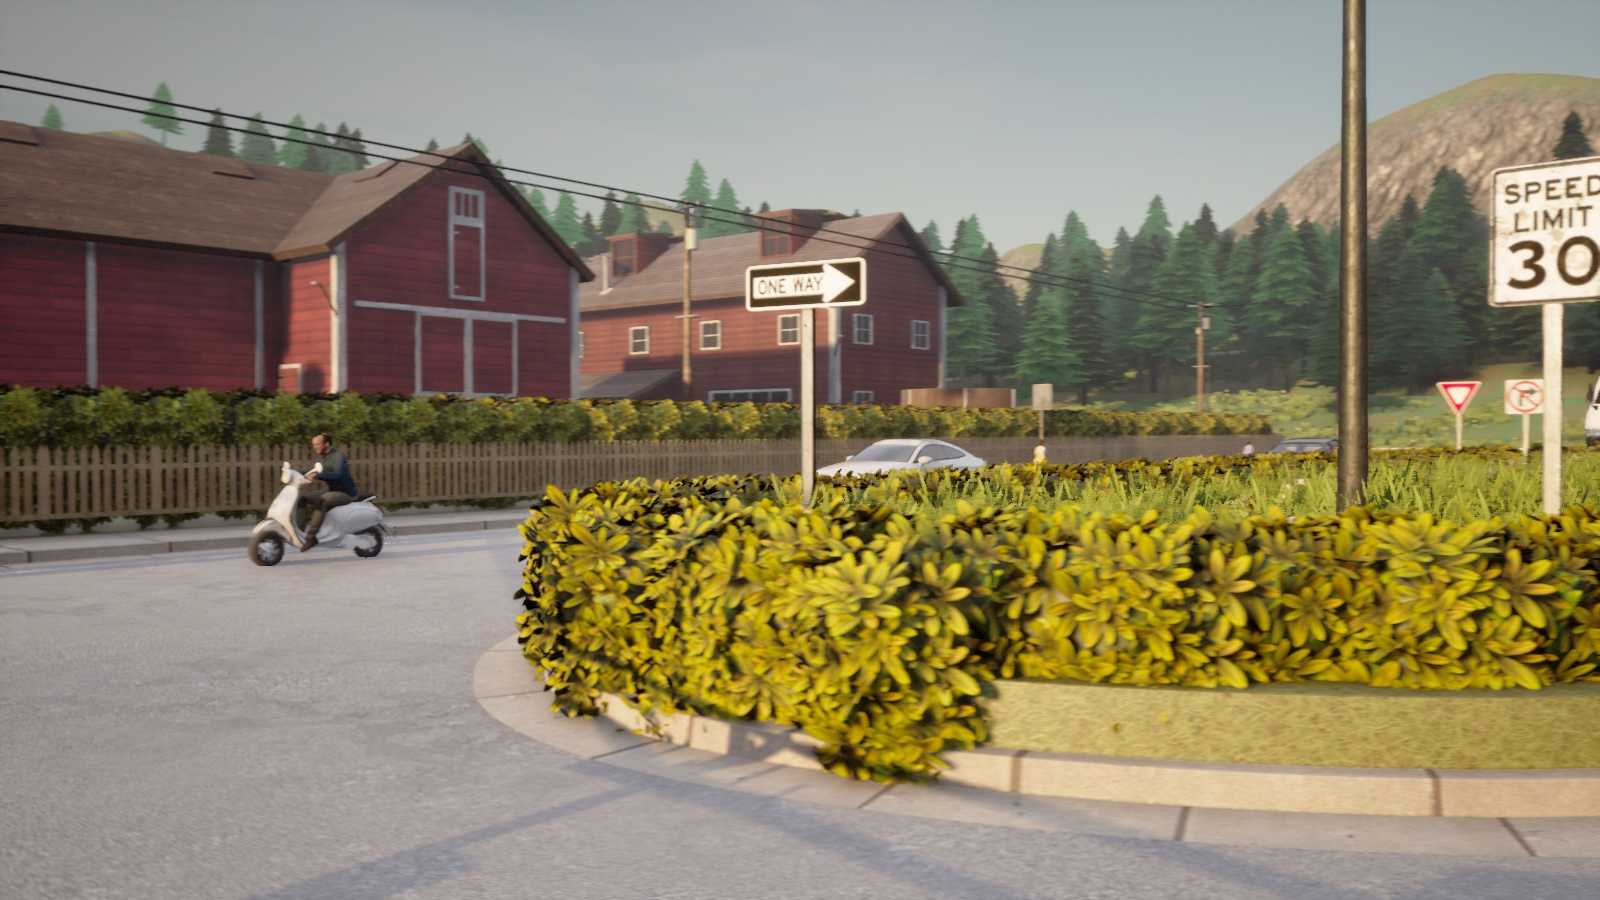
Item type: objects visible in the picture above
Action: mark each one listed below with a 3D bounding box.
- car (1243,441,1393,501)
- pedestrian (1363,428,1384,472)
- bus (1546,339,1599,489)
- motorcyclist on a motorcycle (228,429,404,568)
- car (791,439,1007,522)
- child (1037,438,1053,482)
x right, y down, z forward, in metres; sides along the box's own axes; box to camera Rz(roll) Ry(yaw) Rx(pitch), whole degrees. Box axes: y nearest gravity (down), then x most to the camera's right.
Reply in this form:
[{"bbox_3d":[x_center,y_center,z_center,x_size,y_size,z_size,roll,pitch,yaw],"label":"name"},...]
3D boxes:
[{"bbox_3d":[13.607,0.485,32.808,2.033,1.411,5.357,1,1,41],"label":"car"},{"bbox_3d":[24.410,-0.013,53.418,0.726,1.835,0.370,1,1,38],"label":"pedestrian"},{"bbox_3d":[26.124,-0.890,33.274,3.944,4.253,10.273,1,1,-27],"label":"bus"},{"bbox_3d":[-5.905,0.544,15.384,0.866,1.590,1.817,1,1,41],"label":"motorcyclist on a motorcycle"},{"bbox_3d":[2.042,0.524,24.674,1.812,1.442,4.674,1,1,41],"label":"car"},{"bbox_3d":[7.172,0.289,36.800,0.270,1.263,0.437,1,1,40],"label":"child"}]
